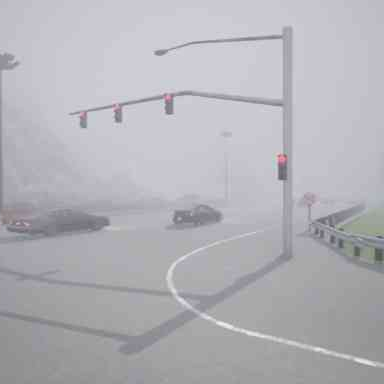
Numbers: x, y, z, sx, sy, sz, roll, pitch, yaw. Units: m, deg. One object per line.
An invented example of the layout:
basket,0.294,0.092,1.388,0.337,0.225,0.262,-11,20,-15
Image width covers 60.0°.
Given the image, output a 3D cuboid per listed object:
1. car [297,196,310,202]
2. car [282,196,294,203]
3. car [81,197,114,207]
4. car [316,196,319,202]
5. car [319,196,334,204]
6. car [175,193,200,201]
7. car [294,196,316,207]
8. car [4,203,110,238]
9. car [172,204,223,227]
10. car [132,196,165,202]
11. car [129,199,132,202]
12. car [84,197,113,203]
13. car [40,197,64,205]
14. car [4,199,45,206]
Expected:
car,25.280,1.616,75.731,1.895,1.301,4.718,0,0,7
car,18.502,1.521,62.707,1.837,1.490,4.892,1,0,18
car,-14.634,1.520,52.014,1.882,1.535,5.008,0,0,32
car,28.379,1.556,72.786,2.033,1.411,5.357,0,0,7
car,25.807,1.576,63.202,1.994,1.385,4.181,0,0,17
car,-0.631,1.253,54.812,2.150,2.045,5.566,0,0,29
car,17.609,1.519,51.543,1.837,1.490,4.892,0,1,26
car,-6.996,1.562,18.093,2.033,1.411,5.357,0,0,33
car,0.436,1.536,23.203,1.812,1.442,4.674,0,0,33
car,-5.588,1.523,46.703,2.128,1.511,4.902,0,0,32
car,-9.478,1.535,60.463,2.128,1.511,4.902,0,0,29
car,-10.630,1.632,38.756,1.895,1.301,4.718,0,0,33
car,-19.507,1.395,44.369,2.097,1.767,4.553,0,0,33
car,-16.072,1.594,30.253,1.994,1.385,4.181,0,0,33
